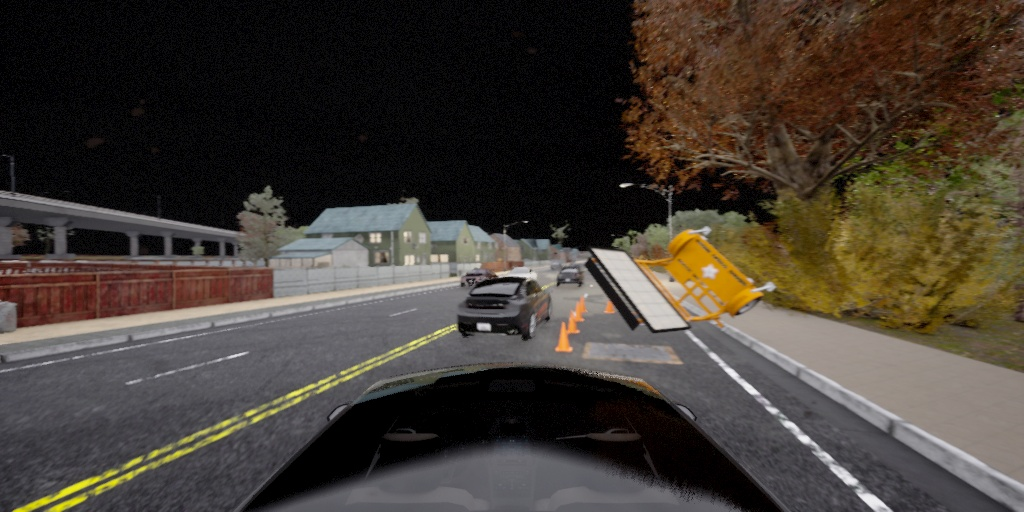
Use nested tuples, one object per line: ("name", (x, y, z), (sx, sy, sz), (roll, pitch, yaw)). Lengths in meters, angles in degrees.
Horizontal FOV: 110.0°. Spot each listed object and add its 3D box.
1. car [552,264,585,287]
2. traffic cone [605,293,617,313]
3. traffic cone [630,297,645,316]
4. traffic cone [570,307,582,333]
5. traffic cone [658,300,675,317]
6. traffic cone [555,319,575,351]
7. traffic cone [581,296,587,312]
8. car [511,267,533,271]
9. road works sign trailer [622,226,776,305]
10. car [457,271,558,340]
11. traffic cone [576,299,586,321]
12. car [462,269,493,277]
("car", (4.514, 1.545, 27.464), (1.812, 1.442, 4.674), (-1, -1, 15))
("traffic cone", (3.662, 1.815, 13.480), (0.340, 0.580, 0.340), (0, 0, 15))
("traffic cone", (4.628, 1.802, 13.223), (0.340, 0.580, 0.340), (0, 0, 15))
("traffic cone", (1.665, 1.791, 9.873), (0.340, 0.580, 0.340), (0, 0, 15))
("traffic cone", (5.594, 1.789, 12.964), (0.340, 0.580, 0.340), (0, 0, 15))
("traffic cone", (1.150, 1.772, 7.940), (0.340, 0.580, 0.340), (0, 0, 15))
("traffic cone", (2.697, 1.828, 13.737), (0.340, 0.580, 0.340), (0, 0, 15))
("car", (0.714, 1.573, 26.588), (1.812, 1.442, 4.674), (-1, -1, 15))
("road works sign trailer", (4.911, -0.783, 9.512), (2.880, 3.560, 2.380), (0, 0, -30))
("car", (-0.012, 1.366, 10.485), (1.837, 1.490, 4.892), (-1, 0, 15))
("traffic cone", (2.181, 1.809, 11.805), (0.340, 0.580, 0.340), (0, 0, 15))
("car", (-2.435, 1.653, 27.384), (1.994, 1.385, 4.181), (-1, -1, 15))
